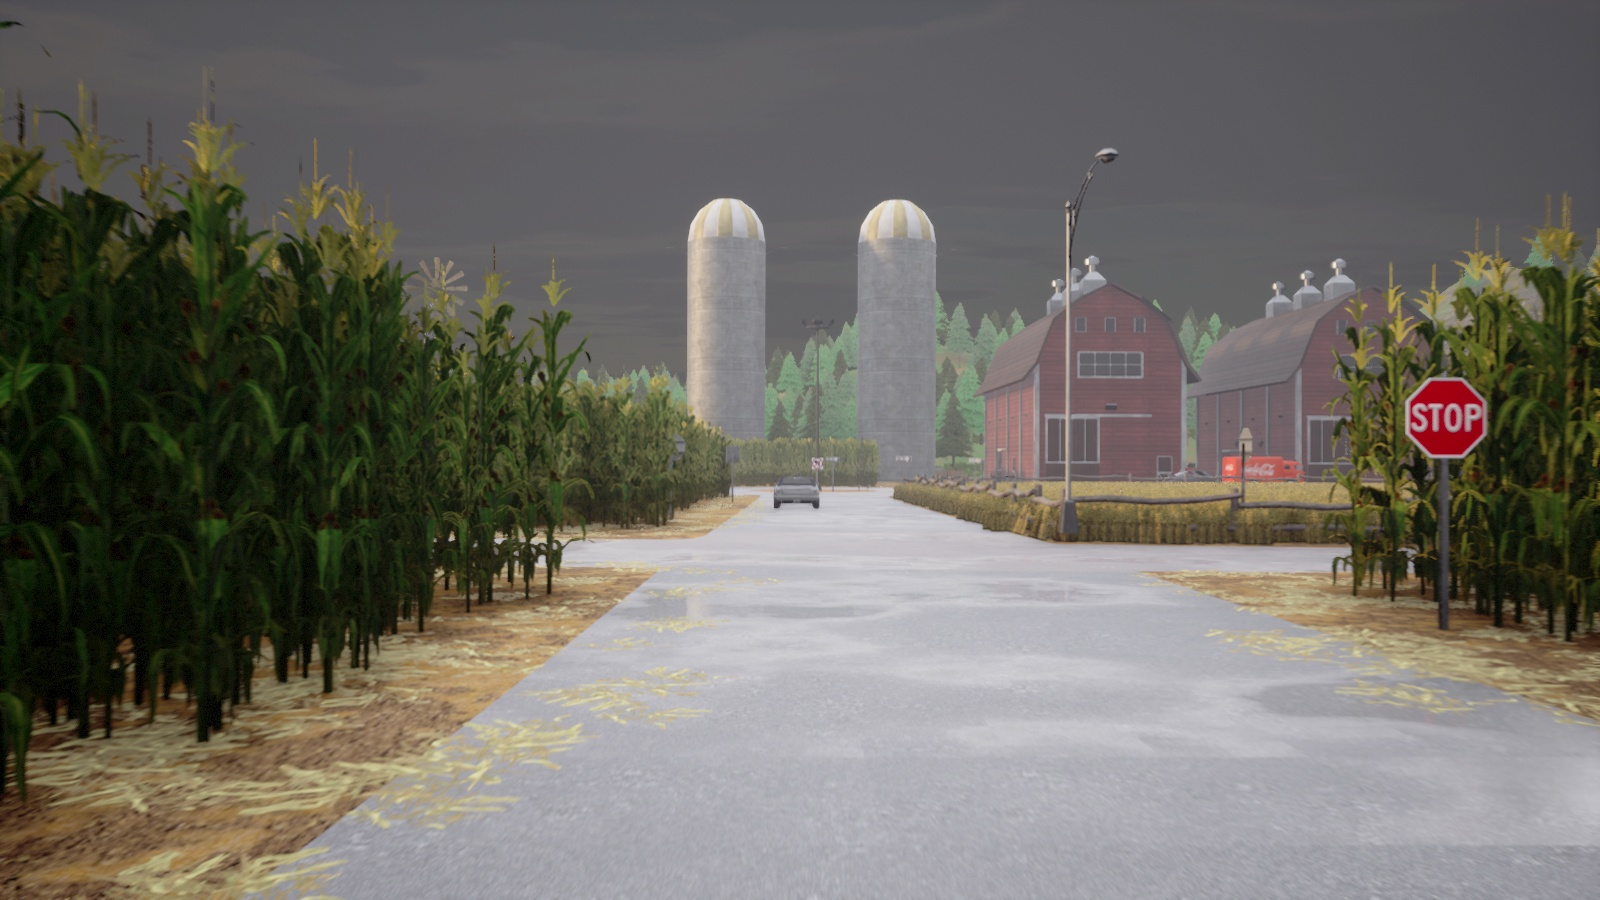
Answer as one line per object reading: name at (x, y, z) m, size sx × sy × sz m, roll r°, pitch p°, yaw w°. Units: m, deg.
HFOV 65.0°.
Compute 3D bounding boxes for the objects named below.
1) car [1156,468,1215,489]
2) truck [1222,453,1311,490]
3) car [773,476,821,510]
car at (27.697, 2.029, 90.221) m, size 3.633 × 1.501 × 1.845 m, roll 0°, pitch -1°, yaw -4°
truck at (32.289, 1.475, 87.023) m, size 5.204 × 2.467 × 2.627 m, roll 0°, pitch -1°, yaw -4°
car at (-0.125, 1.744, 51.740) m, size 1.895 × 1.301 × 4.718 m, roll 0°, pitch -1°, yaw 0°
